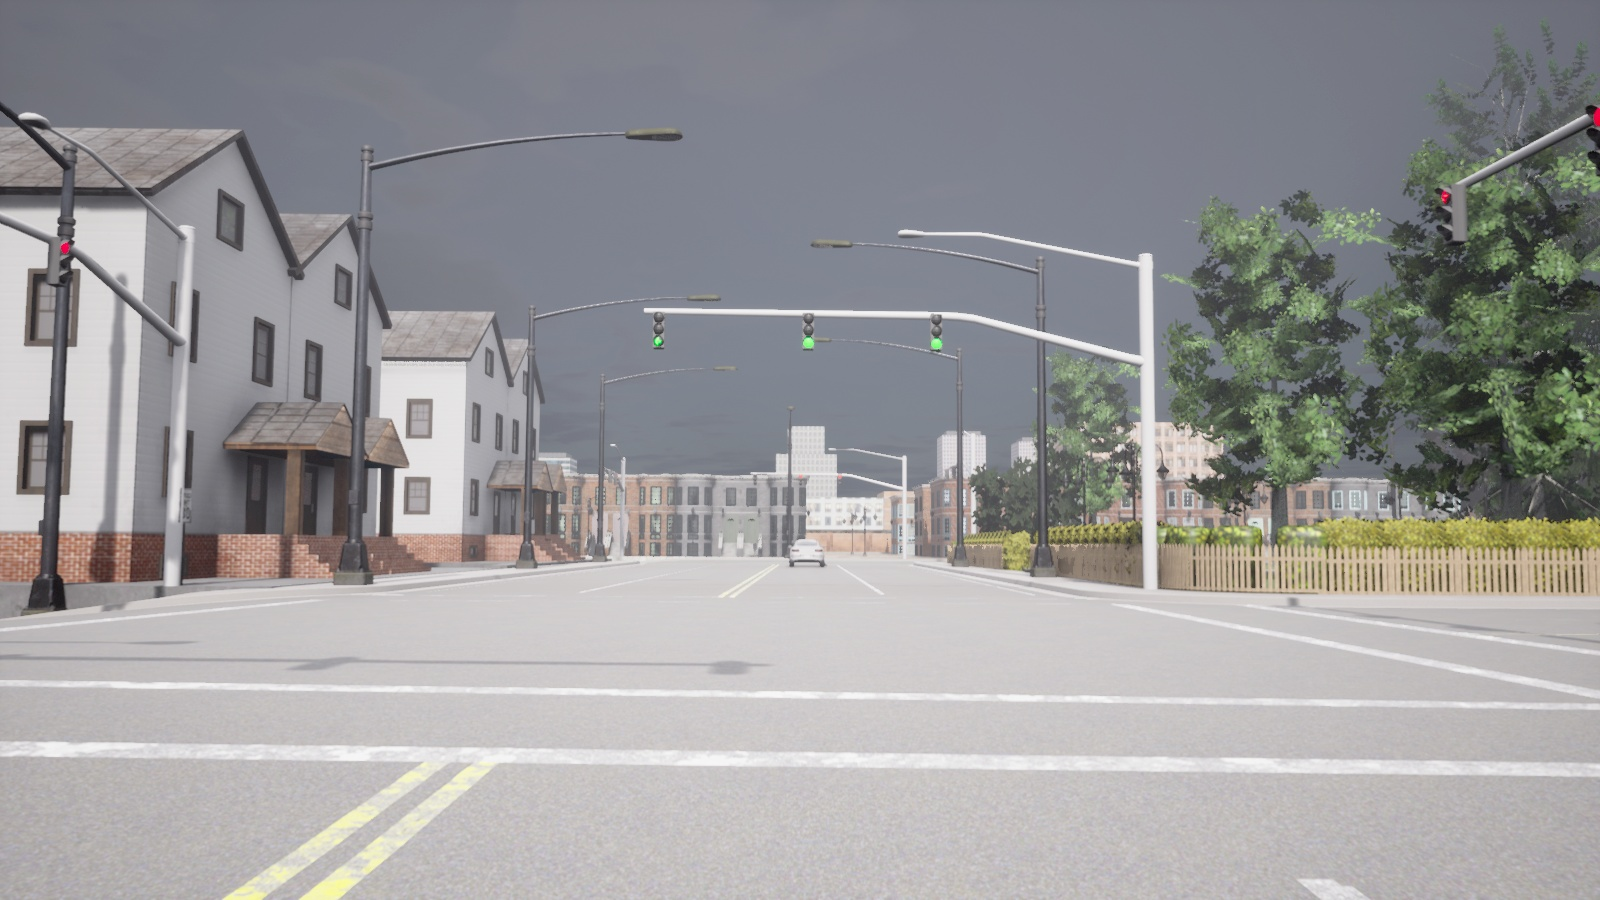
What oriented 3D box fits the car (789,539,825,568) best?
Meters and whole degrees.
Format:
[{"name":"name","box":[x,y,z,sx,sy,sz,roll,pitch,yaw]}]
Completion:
[{"name":"car","box":[0.356,5.469,66.385,1.812,1.442,4.674,0,-4,0]}]
